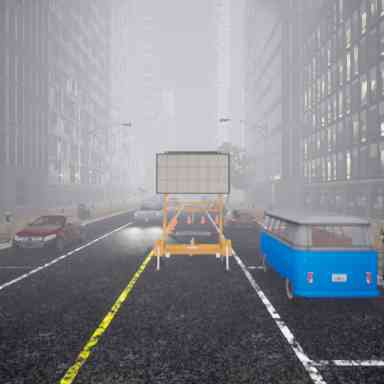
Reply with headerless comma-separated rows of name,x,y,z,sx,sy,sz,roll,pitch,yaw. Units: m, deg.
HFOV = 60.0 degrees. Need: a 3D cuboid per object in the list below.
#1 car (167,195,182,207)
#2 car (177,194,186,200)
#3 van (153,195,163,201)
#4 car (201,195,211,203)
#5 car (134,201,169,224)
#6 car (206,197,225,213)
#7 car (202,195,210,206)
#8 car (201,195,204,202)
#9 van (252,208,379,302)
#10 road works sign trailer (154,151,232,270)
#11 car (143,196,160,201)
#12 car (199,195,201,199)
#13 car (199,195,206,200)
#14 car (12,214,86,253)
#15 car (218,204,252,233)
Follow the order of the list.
car,-2.852,1.515,50.022,1.812,1.442,4.674,0,0,0
car,-2.730,1.138,90.831,2.150,2.045,5.566,0,0,0
van,-5.531,1.326,53.522,1.690,1.788,3.998,0,0,0
car,2.901,1.399,70.570,1.967,1.590,4.097,0,0,0
car,-3.028,1.599,24.539,1.895,1.301,4.718,0,0,0
car,2.798,1.579,36.416,1.802,1.307,4.206,0,0,0
car,2.832,1.542,47.801,2.008,1.369,4.403,0,0,0
car,2.849,1.536,53.493,2.008,1.369,4.403,0,0,0
van,2.712,1.341,7.955,1.690,1.788,3.998,0,0,0
road works sign trailer,0.031,0.464,10.981,2.380,3.560,2.880,0,0,0
car,-5.566,1.546,42.137,2.008,1.369,4.403,0,0,0
car,2.884,1.408,64.878,1.967,1.590,4.097,0,0,0
car,2.970,1.459,93.341,1.887,1.381,4.507,0,0,0
car,-5.652,1.581,13.674,1.802,1.307,4.206,0,0,0
car,2.746,1.581,19.338,1.802,1.307,4.206,0,0,0
